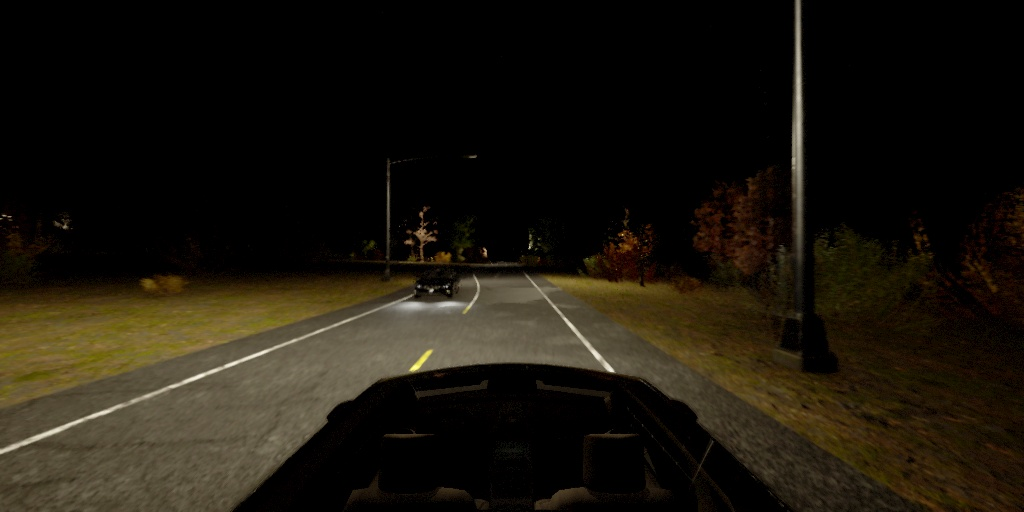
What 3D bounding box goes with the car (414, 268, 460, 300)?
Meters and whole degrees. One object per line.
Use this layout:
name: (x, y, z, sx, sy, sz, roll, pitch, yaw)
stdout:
car: (-3.835, 1.379, 18.911, 1.837, 1.490, 4.892, 0, -1, -3)
